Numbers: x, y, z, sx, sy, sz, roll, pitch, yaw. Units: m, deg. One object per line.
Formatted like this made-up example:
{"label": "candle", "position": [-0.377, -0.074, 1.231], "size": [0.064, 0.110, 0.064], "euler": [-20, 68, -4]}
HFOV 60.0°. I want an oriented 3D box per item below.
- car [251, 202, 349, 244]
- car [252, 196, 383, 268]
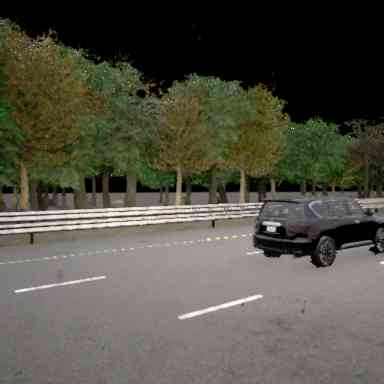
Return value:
{"label": "car", "position": [5.331, 1.369, 16.139], "size": [5.008, 1.535, 1.882], "euler": [-1, 0, -35]}
{"label": "car", "position": [4.490, 1.143, 11.242], "size": [5.566, 2.045, 2.150], "euler": [-1, 0, -35]}
